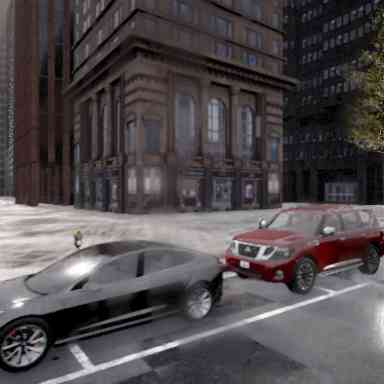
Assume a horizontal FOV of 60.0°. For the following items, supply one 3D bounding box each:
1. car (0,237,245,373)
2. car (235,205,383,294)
[{"bbox_3d":[-1.382,1.566,5.663,4.313,1.339,1.947,0,0,-36],"label":"car"},{"bbox_3d":[3.239,1.316,8.961,5.009,1.841,2.192,0,0,-36],"label":"car"}]
